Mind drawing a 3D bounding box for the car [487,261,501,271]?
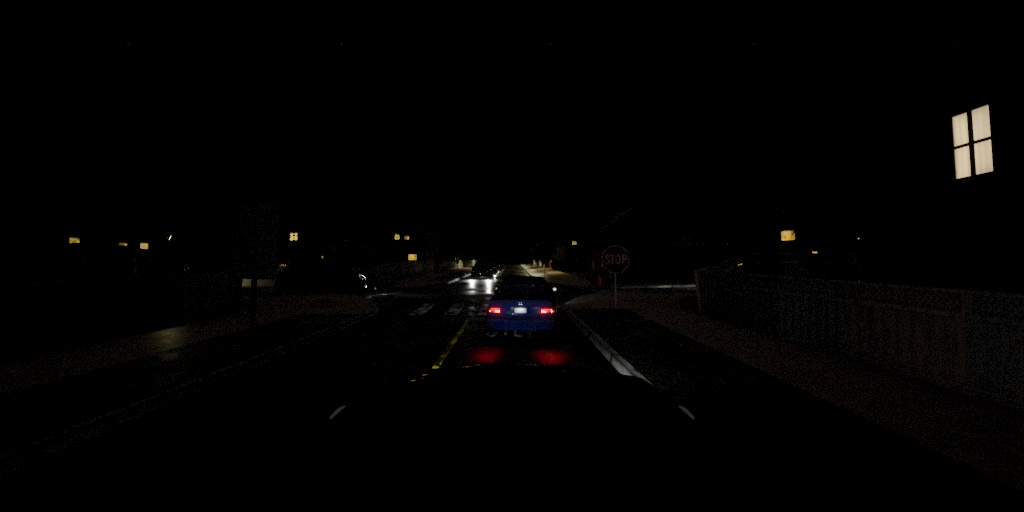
[{"bbox_3d":[-2.763,1.480,55.452,1.994,1.385,4.181,0,0,0],"label":"car"}]

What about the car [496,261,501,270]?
[{"bbox_3d":[-2.776,1.341,44.344,1.882,1.535,5.008,0,0,0],"label":"car"}]

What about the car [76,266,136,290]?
[{"bbox_3d":[-20.707,1.229,18.294,4.892,1.490,1.837,-1,-3,5],"label":"car"}]

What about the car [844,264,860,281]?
[{"bbox_3d":[24.788,1.280,26.626,4.892,1.490,1.837,0,-3,-19],"label":"car"}]

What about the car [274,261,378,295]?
[{"bbox_3d":[-9.241,1.067,18.169,4.553,1.767,2.097,0,-3,-4],"label":"car"}]

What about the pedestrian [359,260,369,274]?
[{"bbox_3d":[-9.784,1.145,23.647,0.375,1.860,0.375,0,-3,-1],"label":"pedestrian"}]

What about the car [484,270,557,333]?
[{"bbox_3d":[0.378,1.309,10.781,2.033,1.411,5.357,0,0,4],"label":"car"}]

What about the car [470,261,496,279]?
[{"bbox_3d":[-2.801,1.328,34.147,1.837,1.490,4.892,0,0,0],"label":"car"}]
